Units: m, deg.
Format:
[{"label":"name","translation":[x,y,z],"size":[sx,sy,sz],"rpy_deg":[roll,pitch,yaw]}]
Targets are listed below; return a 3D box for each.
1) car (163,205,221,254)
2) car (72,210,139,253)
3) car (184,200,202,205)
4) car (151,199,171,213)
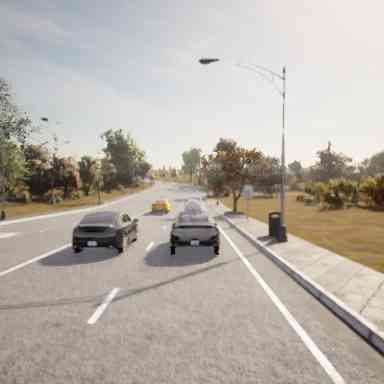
[{"label":"car","translation":[0.100,1.506,13.637],"size":[2.128,1.511,4.902],"rpy_deg":[0,0,0]},{"label":"car","translation":[-3.401,1.519,13.753],"size":[1.837,1.490,4.892],"rpy_deg":[0,0,0]},{"label":"car","translation":[0.106,1.564,36.816],"size":[1.812,1.442,4.674],"rpy_deg":[0,0,0]},{"label":"car","translation":[-3.403,1.516,36.917],"size":[1.882,1.535,5.008],"rpy_deg":[0,0,0]}]
